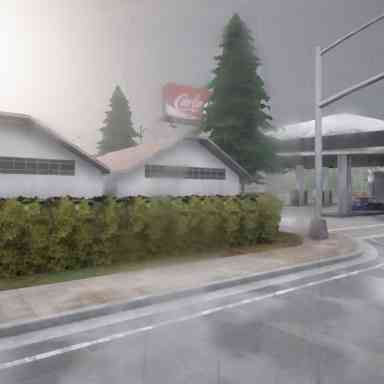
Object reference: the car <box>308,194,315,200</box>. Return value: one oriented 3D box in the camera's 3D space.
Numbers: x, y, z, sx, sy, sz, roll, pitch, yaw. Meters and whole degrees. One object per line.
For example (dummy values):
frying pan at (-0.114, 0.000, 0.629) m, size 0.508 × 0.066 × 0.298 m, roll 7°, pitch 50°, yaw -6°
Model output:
car at (31.789, 1.326, 88.849) m, size 2.152 × 1.636 × 5.027 m, roll 0°, pitch 0°, yaw -36°

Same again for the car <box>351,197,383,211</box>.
car at (20.782, 1.478, 39.342) m, size 4.611 × 1.667 × 2.242 m, roll 0°, pitch 0°, yaw -36°
